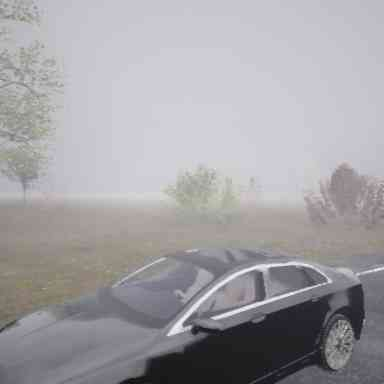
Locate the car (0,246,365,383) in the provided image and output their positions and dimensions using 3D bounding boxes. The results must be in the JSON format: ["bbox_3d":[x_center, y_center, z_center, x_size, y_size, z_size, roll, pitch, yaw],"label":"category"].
[{"bbox_3d":[0.198,1.501,4.096,4.902,1.511,2.128,0,0,-35],"label":"car"}]
